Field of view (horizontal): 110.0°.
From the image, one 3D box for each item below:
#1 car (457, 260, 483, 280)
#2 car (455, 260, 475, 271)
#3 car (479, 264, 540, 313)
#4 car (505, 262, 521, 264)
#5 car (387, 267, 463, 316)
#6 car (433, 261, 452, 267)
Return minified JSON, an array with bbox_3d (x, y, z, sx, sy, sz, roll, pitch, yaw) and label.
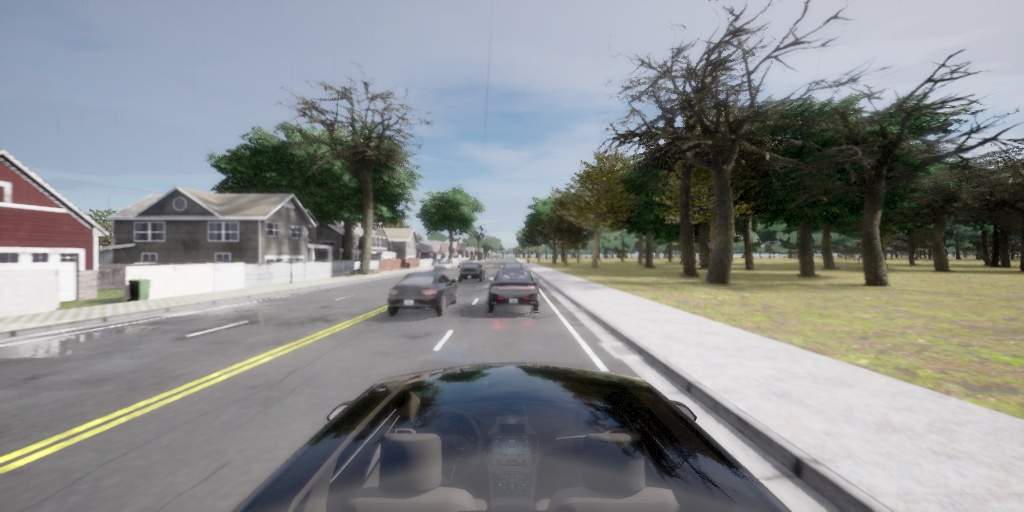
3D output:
[{"bbox_3d":[-3.184,1.299,29.394,1.837,1.490,4.892,0,0,0],"label":"car"},{"bbox_3d":[-6.590,1.314,51.024,2.128,1.511,4.902,0,0,0],"label":"car"},{"bbox_3d":[0.068,1.261,14.202,2.128,1.511,4.902,0,0,0],"label":"car"},{"bbox_3d":[0.077,1.272,30.831,1.882,1.535,5.008,0,0,0],"label":"car"},{"bbox_3d":[-3.187,1.294,13.409,1.812,1.442,4.674,0,-1,0],"label":"car"},{"bbox_3d":[-9.838,1.424,51.052,1.895,1.301,4.718,0,0,0],"label":"car"}]
